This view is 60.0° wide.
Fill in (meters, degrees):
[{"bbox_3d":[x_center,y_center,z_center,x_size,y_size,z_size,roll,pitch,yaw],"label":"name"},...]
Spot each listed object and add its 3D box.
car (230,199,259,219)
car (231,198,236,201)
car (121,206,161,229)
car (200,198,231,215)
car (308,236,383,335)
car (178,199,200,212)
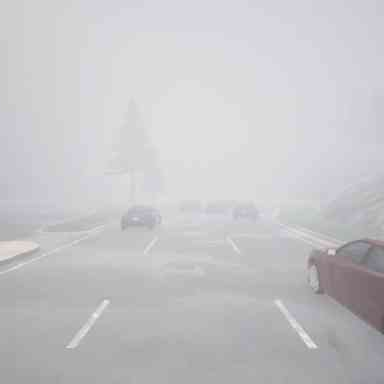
[{"bbox_3d":[4.759,1.564,29.005,1.994,1.385,4.181,0,0,12],"label":"car"},{"bbox_3d":[5.300,1.526,44.173,1.812,1.442,4.674,0,0,16],"label":"car"},{"bbox_3d":[-3.197,1.564,21.457,1.994,1.385,4.181,0,0,3],"label":"car"},{"bbox_3d":[2.541,1.526,34.211,1.812,1.442,4.674,0,0,15],"label":"car"},{"bbox_3d":[3.600,1.477,5.706,1.882,1.535,5.008,0,0,0],"label":"car"},{"bbox_3d":[-0.011,1.547,38.372,2.033,1.411,5.357,0,0,16],"label":"car"}]
